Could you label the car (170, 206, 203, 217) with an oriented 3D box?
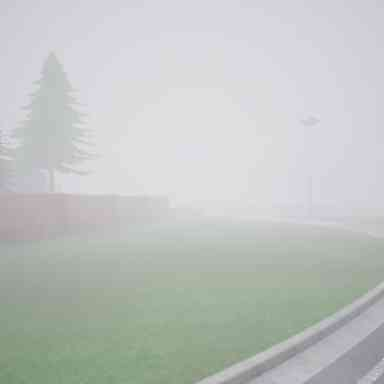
[{"bbox_3d":[-1.253,2.555,44.267,5.357,1.411,2.033,0,-1,17],"label":"car"}]
